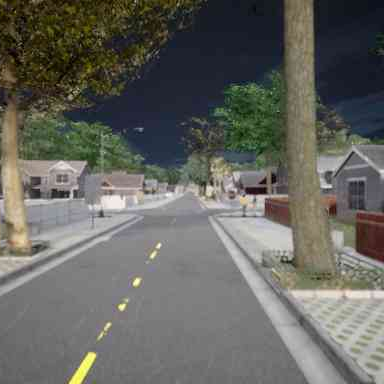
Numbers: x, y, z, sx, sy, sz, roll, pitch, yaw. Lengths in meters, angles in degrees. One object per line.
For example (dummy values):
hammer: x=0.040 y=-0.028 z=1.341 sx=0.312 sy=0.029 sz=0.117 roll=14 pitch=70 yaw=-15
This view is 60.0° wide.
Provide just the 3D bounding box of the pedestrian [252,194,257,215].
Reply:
pedestrian: x=5.511 y=1.110 z=29.382 sx=0.375 sy=1.860 sz=0.375 roll=0 pitch=0 yaw=0

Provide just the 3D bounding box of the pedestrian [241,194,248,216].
pedestrian: x=4.511 y=1.116 z=28.782 sx=0.375 sy=1.860 sz=0.375 roll=0 pitch=0 yaw=0

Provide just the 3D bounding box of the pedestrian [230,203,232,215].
pedestrian: x=3.511 y=1.497 z=29.983 sx=0.500 sy=1.100 sz=0.500 roll=0 pitch=0 yaw=0
